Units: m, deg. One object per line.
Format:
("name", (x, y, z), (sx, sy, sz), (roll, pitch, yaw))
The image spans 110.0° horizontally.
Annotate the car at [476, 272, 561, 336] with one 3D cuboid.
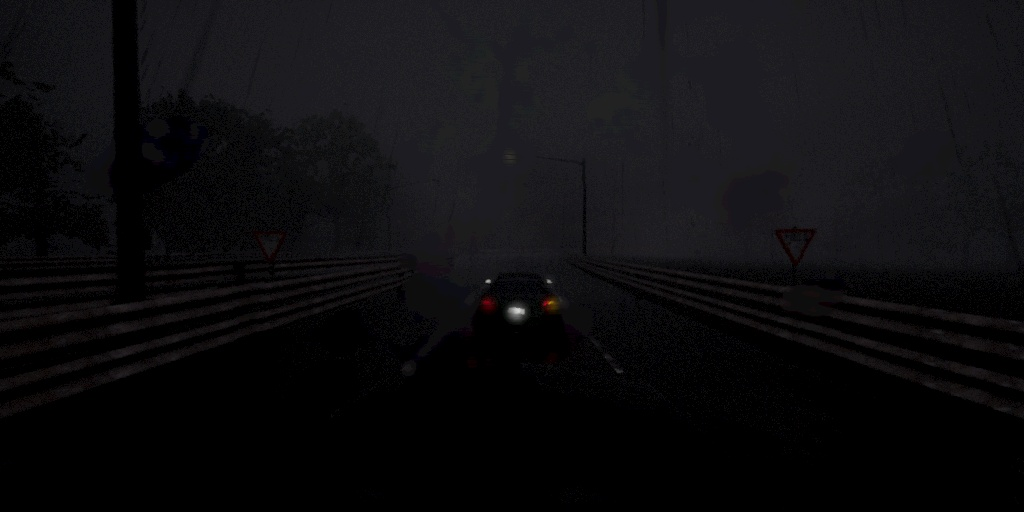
("car", (0.182, 1.114, 9.726), (1.994, 1.385, 4.181), (0, 1, 1))
